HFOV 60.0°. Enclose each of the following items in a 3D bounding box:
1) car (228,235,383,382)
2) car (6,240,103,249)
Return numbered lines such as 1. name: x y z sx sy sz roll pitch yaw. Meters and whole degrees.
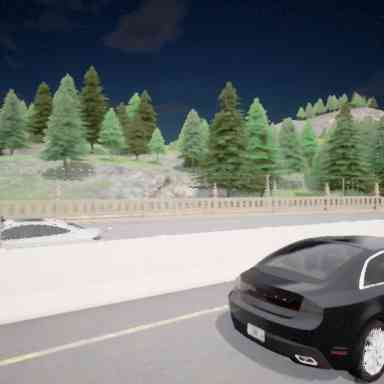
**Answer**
1. car: 2.844 1.467 5.379 4.892 1.490 1.837 0 0 -32
2. car: -4.748 1.468 9.027 4.674 1.442 1.812 0 0 -34
